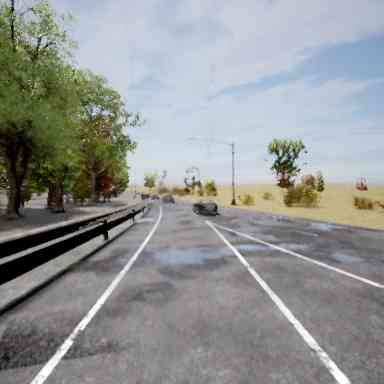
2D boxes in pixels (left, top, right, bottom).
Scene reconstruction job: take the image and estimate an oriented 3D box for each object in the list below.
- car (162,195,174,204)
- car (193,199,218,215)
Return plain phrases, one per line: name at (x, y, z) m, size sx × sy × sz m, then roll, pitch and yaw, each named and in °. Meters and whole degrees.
car at (-4.795, 1.344, 66.174) m, size 2.097 × 1.767 × 4.553 m, roll 0°, pitch 0°, yaw -11°
car at (1.293, 1.461, 33.763) m, size 2.128 × 1.511 × 4.902 m, roll 0°, pitch 0°, yaw -11°
